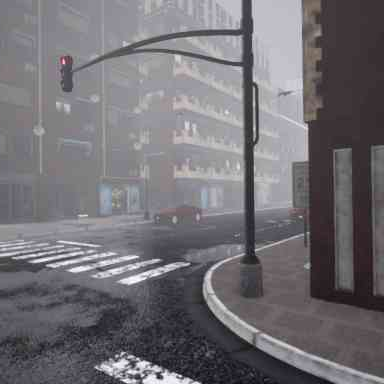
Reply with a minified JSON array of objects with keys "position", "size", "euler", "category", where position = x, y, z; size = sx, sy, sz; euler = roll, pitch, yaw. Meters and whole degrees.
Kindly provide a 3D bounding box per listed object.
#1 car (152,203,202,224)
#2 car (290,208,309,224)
[{"position":[-0.997,1.513,24.391],"size":[1.887,1.381,4.507],"euler":[-1,0,36],"category":"car"},{"position":[7.927,1.371,21.992],"size":[1.887,1.381,4.507],"euler":[-1,0,36],"category":"car"}]
